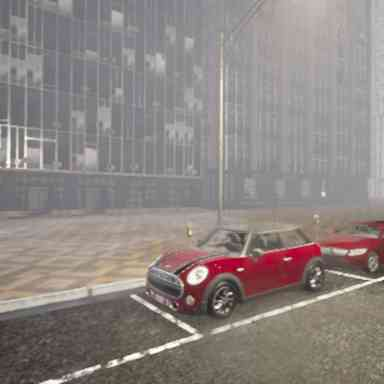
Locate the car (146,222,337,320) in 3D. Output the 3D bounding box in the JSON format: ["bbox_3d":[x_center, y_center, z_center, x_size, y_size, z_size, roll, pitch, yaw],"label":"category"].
[{"bbox_3d":[1.036,1.438,7.287,4.097,1.590,1.967,0,1,-35],"label":"car"}]

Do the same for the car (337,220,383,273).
[{"bbox_3d":[5.630,1.576,10.564,4.206,1.307,1.802,0,1,-35],"label":"car"}]
